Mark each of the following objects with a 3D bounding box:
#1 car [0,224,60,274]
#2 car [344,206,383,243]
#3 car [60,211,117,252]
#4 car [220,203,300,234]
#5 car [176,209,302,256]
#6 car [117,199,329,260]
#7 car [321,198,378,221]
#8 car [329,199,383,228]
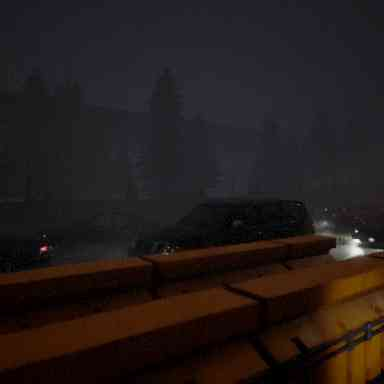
[{"bbox_3d":[-6.333,1.548,8.069,5.357,1.411,2.033,0,0,-35],"label":"car"},{"bbox_3d":[9.427,1.506,14.982,5.357,1.411,2.033,-1,1,-35],"label":"car"},{"bbox_3d":[-3.752,1.546,14.205,5.357,1.411,2.033,0,0,-35],"label":"car"},{"bbox_3d":[4.135,1.483,19.801,4.892,1.490,1.837,-1,0,-35],"label":"car"},{"bbox_3d":[2.144,1.545,14.108,5.357,1.411,2.033,0,0,-35],"label":"car"},{"bbox_3d":[1.077,1.220,9.050,5.566,2.045,2.150,0,0,-35],"label":"car"},{"bbox_3d":[12.194,1.287,25.575,4.718,1.301,1.895,-3,2,-36],"label":"car"},{"bbox_3d":[10.569,1.344,20.086,5.008,1.535,1.882,-2,1,-36],"label":"car"}]
